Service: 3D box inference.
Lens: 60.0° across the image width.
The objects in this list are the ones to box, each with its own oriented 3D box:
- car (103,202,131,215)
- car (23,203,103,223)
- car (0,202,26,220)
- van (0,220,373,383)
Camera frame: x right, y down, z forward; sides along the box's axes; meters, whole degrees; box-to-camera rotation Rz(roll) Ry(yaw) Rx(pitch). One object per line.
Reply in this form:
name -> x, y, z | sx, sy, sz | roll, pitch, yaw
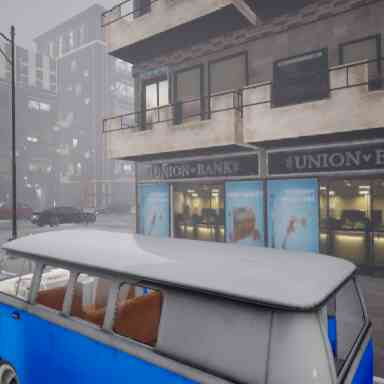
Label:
car -> -8.612, 1.798, 36.407 | 1.947, 1.339, 4.313 | -2, -1, 36
car -> -8.542, 1.583, 22.356 | 1.947, 1.339, 4.313 | -2, -1, 36
car -> -15.293, 1.608, 27.325 | 1.967, 1.590, 4.097 | -2, -1, 36
van -> -0.450, 1.342, 3.182 | 3.998, 1.788, 1.690 | 0, -1, 36
